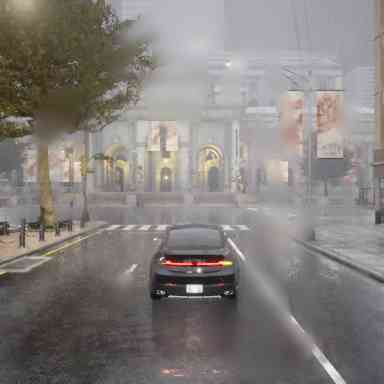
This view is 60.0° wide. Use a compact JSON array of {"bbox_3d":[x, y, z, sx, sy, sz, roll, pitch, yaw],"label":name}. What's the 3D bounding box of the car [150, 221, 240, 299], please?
[{"bbox_3d":[0.064,1.505,8.449,1.837,1.490,4.892,0,0,0],"label":"car"}]
